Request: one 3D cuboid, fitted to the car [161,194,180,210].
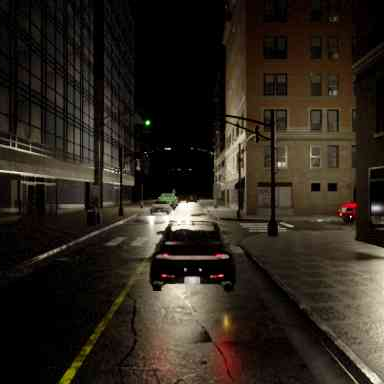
[{"bbox_3d":[-3.171,1.237,43.695,2.150,2.045,5.566,0,0,1],"label":"car"}]

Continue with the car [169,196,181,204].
[{"bbox_3d":[-3.195,1.511,63.970,2.128,1.511,4.902,0,0,0],"label":"car"}]

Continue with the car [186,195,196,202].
[{"bbox_3d":[-0.163,1.546,75.661,2.128,1.511,4.902,0,0,0],"label":"car"}]

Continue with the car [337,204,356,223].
[{"bbox_3d":[13.042,1.197,23.000,5.566,2.045,2.150,0,0,-1],"label":"car"}]

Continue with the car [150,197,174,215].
[{"bbox_3d":[-3.169,1.539,34.241,1.812,1.442,4.674,0,0,0],"label":"car"}]

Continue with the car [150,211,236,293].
[{"bbox_3d":[0.032,1.499,8.881,2.128,1.511,4.902,0,0,1],"label":"car"}]

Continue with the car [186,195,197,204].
[{"bbox_3d":[-0.042,1.372,65.968,2.097,1.767,4.553,0,0,0],"label":"car"}]
